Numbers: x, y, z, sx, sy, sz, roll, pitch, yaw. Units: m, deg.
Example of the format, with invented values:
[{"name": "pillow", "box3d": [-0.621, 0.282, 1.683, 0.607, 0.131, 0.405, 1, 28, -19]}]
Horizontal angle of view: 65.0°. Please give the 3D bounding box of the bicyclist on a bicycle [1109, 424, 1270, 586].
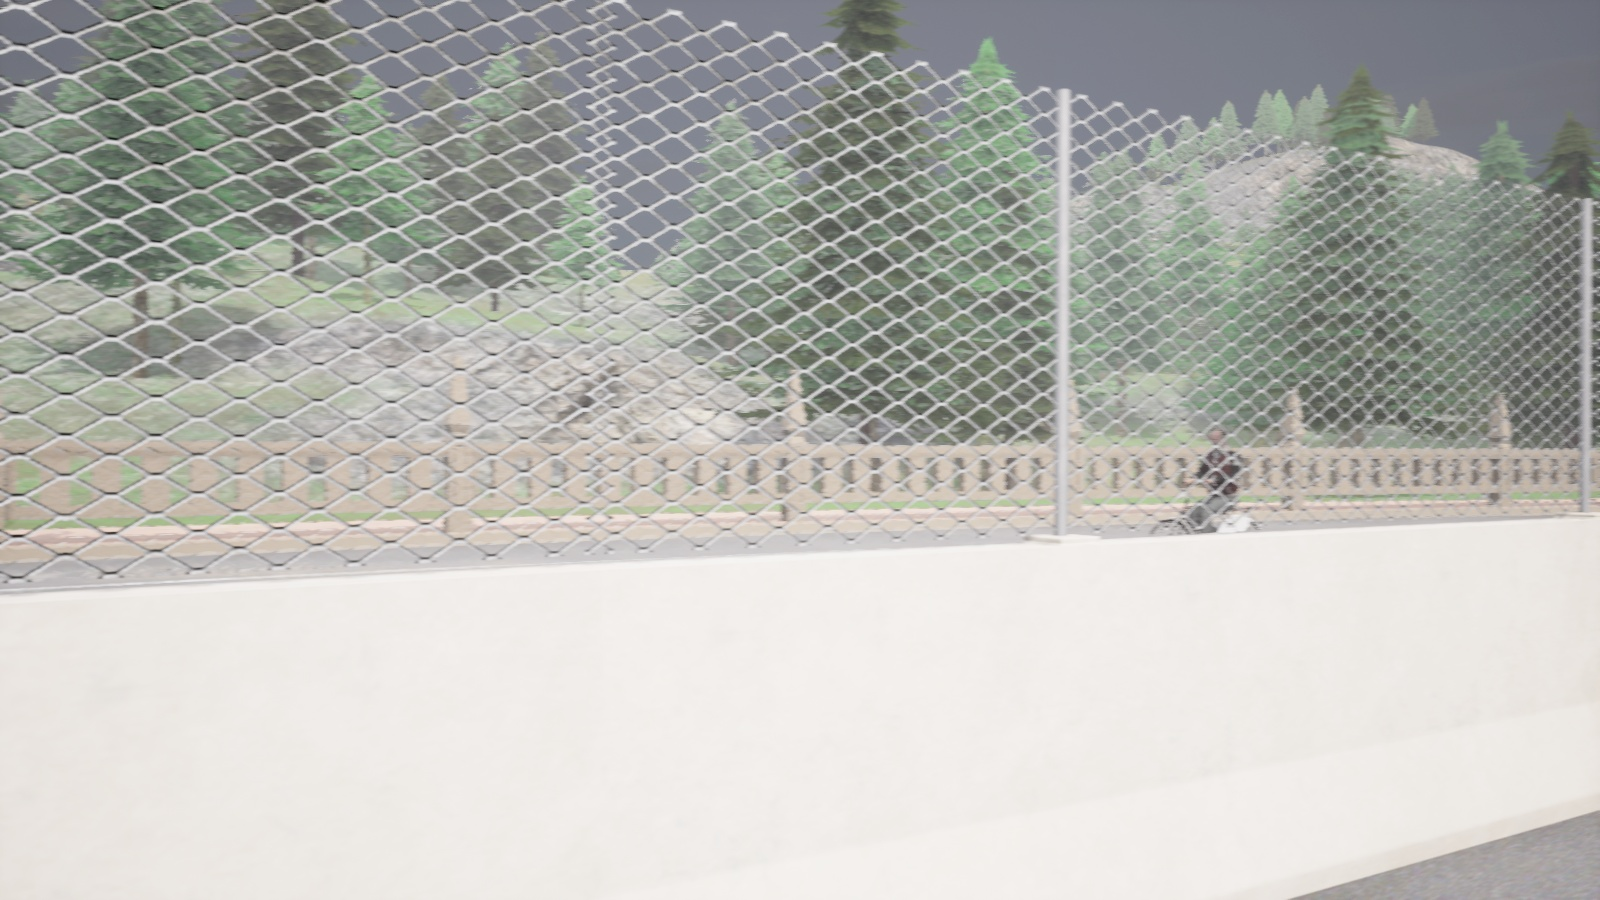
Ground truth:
[{"name": "bicyclist on a bicycle", "box3d": [4.498, 0.601, 14.471, 1.843, 1.776, 0.659, 0, 0, -28]}]
